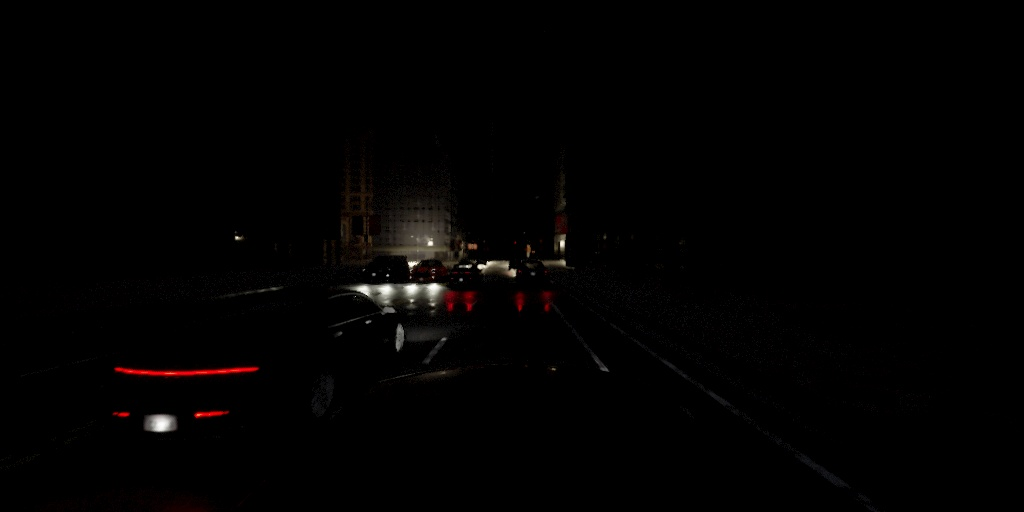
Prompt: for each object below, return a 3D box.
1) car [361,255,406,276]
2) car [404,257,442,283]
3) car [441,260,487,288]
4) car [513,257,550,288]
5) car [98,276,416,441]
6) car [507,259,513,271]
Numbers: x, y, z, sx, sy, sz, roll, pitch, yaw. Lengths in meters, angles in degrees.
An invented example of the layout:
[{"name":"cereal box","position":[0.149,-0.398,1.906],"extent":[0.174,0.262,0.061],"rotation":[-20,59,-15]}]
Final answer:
[{"name":"car","position":[-9.658,0.930,27.925],"extent":[2.150,2.045,5.566],"rotation":[0,0,1]},{"name":"car","position":[-6.408,1.062,27.669],"extent":[2.097,1.767,4.553],"rotation":[0,0,1]},{"name":"car","position":[-3.006,1.208,23.802],"extent":[2.128,1.511,4.902],"rotation":[0,0,1]},{"name":"car","position":[1.270,1.070,23.457],"extent":[2.097,1.767,4.553],"rotation":[0,0,1]},{"name":"car","position":[-3.138,1.248,5.630],"extent":[1.837,1.490,4.892],"rotation":[0,0,0]},{"name":"car","position":[0.456,1.210,47.799],"extent":[1.812,1.442,4.674],"rotation":[0,0,2]}]
